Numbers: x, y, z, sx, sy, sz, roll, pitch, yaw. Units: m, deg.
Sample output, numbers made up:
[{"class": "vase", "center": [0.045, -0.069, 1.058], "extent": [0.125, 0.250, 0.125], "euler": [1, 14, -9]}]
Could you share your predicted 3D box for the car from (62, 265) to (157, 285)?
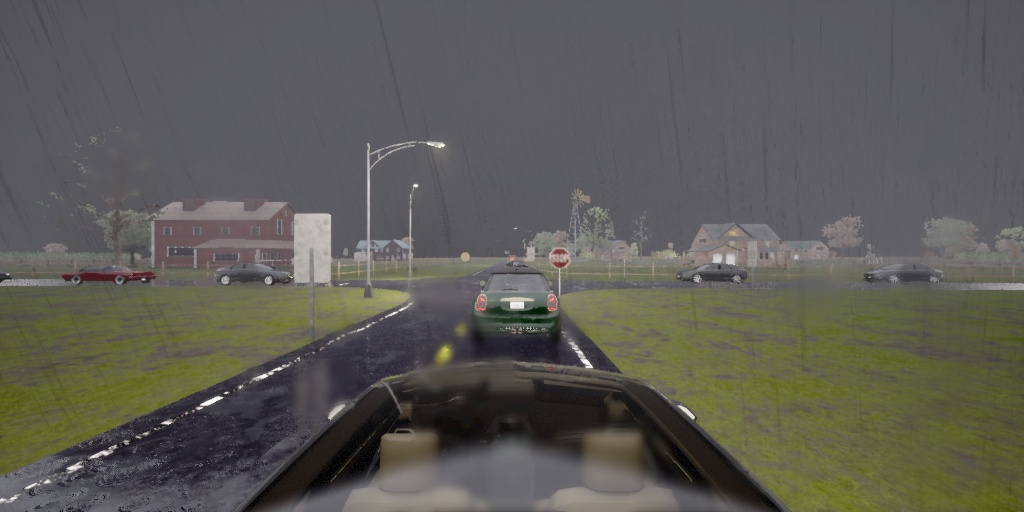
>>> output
[{"class": "car", "center": [-27.324, 1.271, 24.476], "extent": [4.718, 1.301, 1.895], "euler": [0, 0, 1]}]

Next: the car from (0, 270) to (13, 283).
[{"class": "car", "center": [-37.995, 1.191, 24.586], "extent": [5.357, 1.411, 2.033], "euler": [0, 0, 0]}]

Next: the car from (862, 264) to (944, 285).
[{"class": "car", "center": [29.219, 1.358, 26.879], "extent": [4.892, 1.490, 1.837], "euler": [1, 0, 1]}]

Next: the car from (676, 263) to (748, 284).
[{"class": "car", "center": [14.995, 1.299, 27.020], "extent": [4.892, 1.490, 1.837], "euler": [0, 0, 1]}]

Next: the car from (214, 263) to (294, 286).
[{"class": "car", "center": [-17.378, 1.202, 24.380], "extent": [4.892, 1.490, 1.837], "euler": [0, 0, 1]}]

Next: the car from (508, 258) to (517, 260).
[{"class": "car", "center": [0.353, 1.247, 34.812], "extent": [1.837, 1.490, 4.892], "euler": [-3, 1, -12]}]

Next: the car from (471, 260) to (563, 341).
[{"class": "car", "center": [0.119, 1.101, 10.006], "extent": [2.097, 1.767, 4.553], "euler": [0, 0, 0]}]
